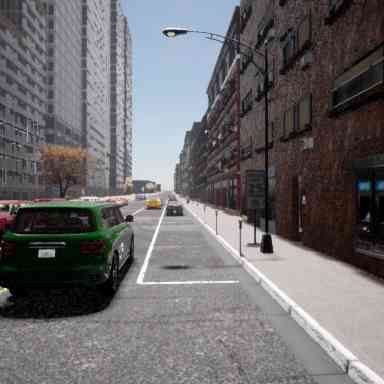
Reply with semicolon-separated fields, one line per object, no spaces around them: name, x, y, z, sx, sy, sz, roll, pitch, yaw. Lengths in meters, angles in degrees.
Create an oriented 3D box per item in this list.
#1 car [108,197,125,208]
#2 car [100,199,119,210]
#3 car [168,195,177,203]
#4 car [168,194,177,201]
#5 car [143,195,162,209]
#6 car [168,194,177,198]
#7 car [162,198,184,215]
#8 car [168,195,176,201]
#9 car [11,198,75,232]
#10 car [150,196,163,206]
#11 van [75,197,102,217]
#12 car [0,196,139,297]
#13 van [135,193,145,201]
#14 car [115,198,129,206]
car;-11.198;1.564;49.472;1.752;1.417;4.829;1;0;-4
car;-10.843;1.621;44.007;1.802;1.307;4.206;0;0;-4
car;-4.313;1.471;72.746;1.967;1.590;4.097;1;0;-4
car;-5.045;1.340;84.014;2.192;1.841;5.009;1;0;-4
car;-5.141;1.514;45.181;1.882;1.535;5.008;0;0;-3
car;-3.947;1.473;67.113;1.967;1.590;4.097;1;0;-4
car;-1.748;1.582;33.301;2.008;1.369;4.403;0;0;-4
car;-5.414;1.564;89.651;1.887;1.381;4.507;1;0;-4
car;-9.374;1.341;21.469;2.192;1.841;5.009;0;0;-4
car;-5.836;1.514;55.369;1.882;1.535;5.008;0;0;-3
van;-10.107;1.375;32.738;1.690;1.788;3.998;0;0;-4
car;-2.857;1.231;8.822;2.150;2.045;5.566;0;0;-4
van;-13.407;1.369;83.448;1.690;1.788;3.998;1;0;-4
car;-11.576;1.621;55.276;1.802;1.307;4.206;1;0;-4
